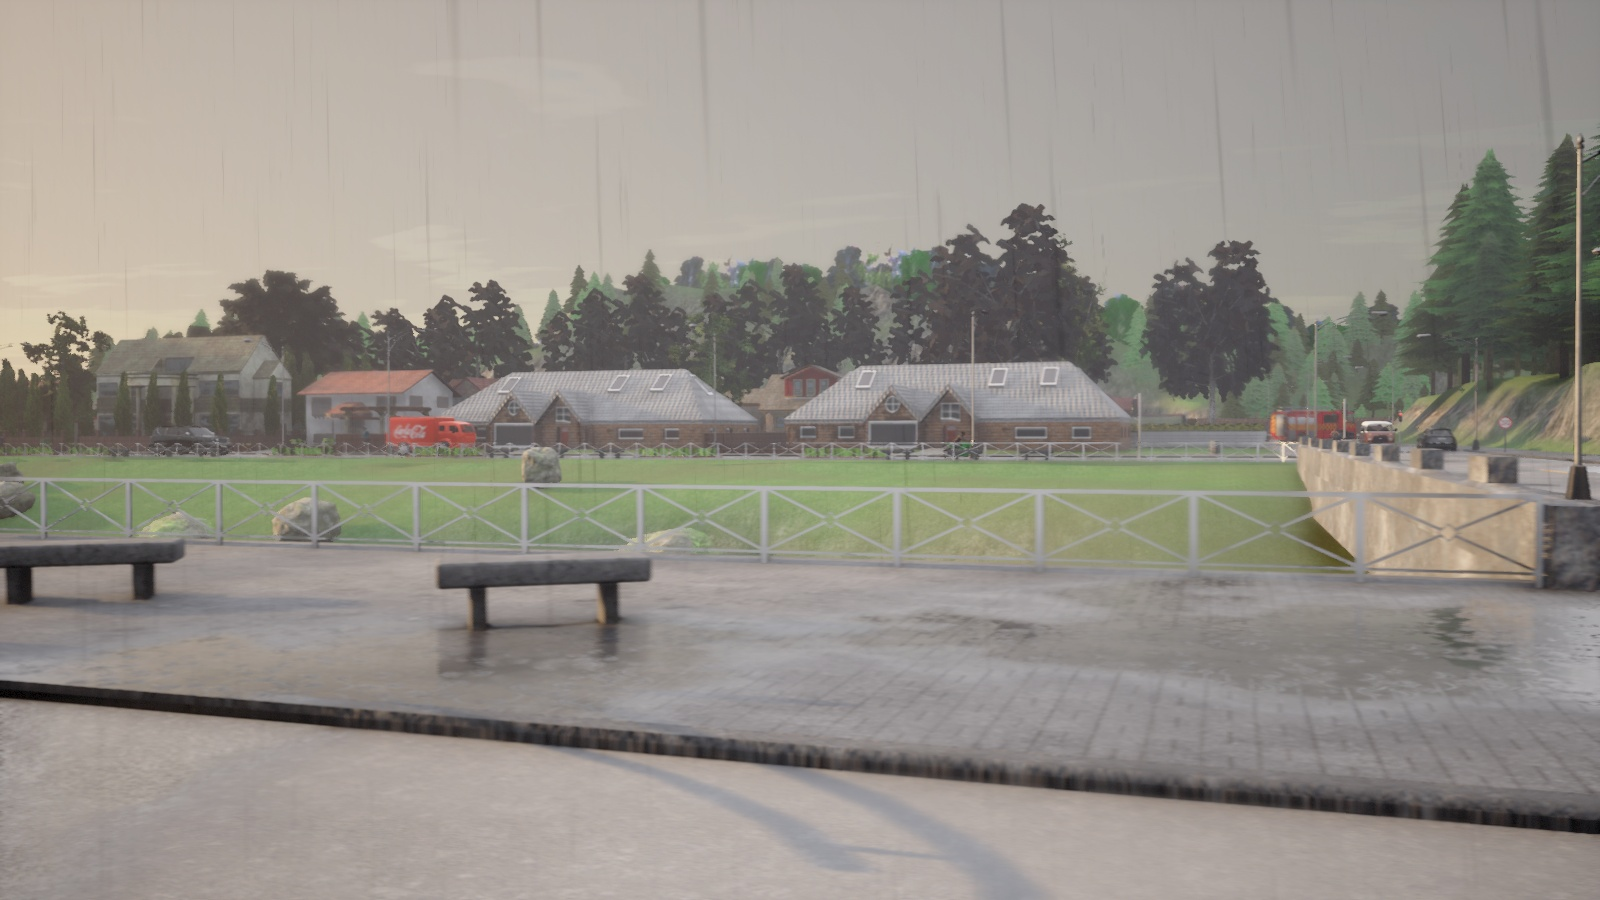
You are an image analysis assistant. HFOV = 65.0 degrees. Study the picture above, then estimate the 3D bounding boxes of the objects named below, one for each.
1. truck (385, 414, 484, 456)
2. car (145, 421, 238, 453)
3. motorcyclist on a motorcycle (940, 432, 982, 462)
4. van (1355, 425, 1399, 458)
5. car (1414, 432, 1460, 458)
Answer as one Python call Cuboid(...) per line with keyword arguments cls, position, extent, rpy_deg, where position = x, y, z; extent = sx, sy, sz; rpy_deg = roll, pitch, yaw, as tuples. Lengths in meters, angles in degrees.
Cuboid(cls="truck", position=(-22.208, -0.933, 76.370), extent=(5.204, 2.467, 2.627), rpy_deg=(1, 1, 19))
Cuboid(cls="car", position=(-39.908, -0.890, 82.392), extent=(5.566, 2.045, 2.150), rpy_deg=(1, 1, 19))
Cuboid(cls="motorcyclist on a motorcycle", position=(8.458, -0.179, 65.949), extent=(2.044, 1.523, 0.797), rpy_deg=(-1, 0, 19))
Cuboid(cls="van", position=(37.185, -0.562, 81.024), extent=(2.069, 2.038, 4.480), rpy_deg=(1, 1, 19))
Cuboid(cls="car", position=(42.138, -0.369, 83.167), extent=(2.033, 1.649, 4.856), rpy_deg=(1, 1, 19))
